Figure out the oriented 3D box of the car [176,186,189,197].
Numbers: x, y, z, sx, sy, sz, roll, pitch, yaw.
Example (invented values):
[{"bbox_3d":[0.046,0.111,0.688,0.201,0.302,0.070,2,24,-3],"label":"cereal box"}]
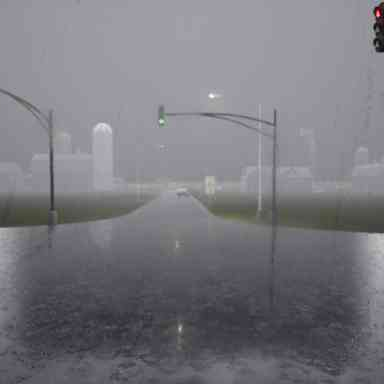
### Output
[{"bbox_3d":[-1.589,0.185,61.235,1.812,1.442,4.674,0,1,-3],"label":"car"}]
